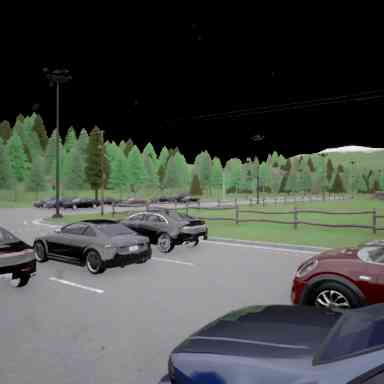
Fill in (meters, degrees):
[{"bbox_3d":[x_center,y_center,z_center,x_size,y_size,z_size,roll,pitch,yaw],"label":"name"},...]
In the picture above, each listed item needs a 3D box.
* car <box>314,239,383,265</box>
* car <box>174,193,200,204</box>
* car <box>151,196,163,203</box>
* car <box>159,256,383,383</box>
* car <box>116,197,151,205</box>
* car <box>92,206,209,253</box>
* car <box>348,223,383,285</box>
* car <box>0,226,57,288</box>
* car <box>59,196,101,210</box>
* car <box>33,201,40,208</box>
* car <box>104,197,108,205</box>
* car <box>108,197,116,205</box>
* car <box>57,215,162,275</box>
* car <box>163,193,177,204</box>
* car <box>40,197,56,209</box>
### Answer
[{"bbox_3d":[4.011,1.352,5.405,4.553,1.767,2.097,0,0,36],"label":"car"},{"bbox_3d":[-0.492,1.480,62.181,1.882,1.535,5.008,0,0,37],"label":"car"},{"bbox_3d":[-6.411,1.507,65.906,1.837,1.490,4.892,0,0,37],"label":"car"},{"bbox_3d":[2.298,1.547,2.334,5.357,1.411,2.033,0,0,36],"label":"car"},{"bbox_3d":[-8.891,1.528,50.827,1.812,1.442,4.674,0,0,36],"label":"car"},{"bbox_3d":[-1.624,1.492,13.745,4.902,1.511,2.128,0,0,36],"label":"car"},{"bbox_3d":[6.471,1.601,7.951,4.718,1.301,1.895,0,0,36],"label":"car"},{"bbox_3d":[-5.696,1.492,8.051,4.902,1.511,2.128,0,0,36],"label":"car"},{"bbox_3d":[-14.430,1.480,43.285,1.882,1.535,5.008,0,0,36],"label":"car"},{"bbox_3d":[-20.068,1.507,47.429,1.837,1.490,4.892,0,0,36],"label":"car"},{"bbox_3d":[-14.307,1.550,55.286,2.033,1.411,5.357,0,0,37],"label":"car"},{"bbox_3d":[-10.528,1.550,54.520,2.033,1.411,5.357,0,0,36],"label":"car"},{"bbox_3d":[-3.267,1.564,10.612,4.181,1.385,1.994,0,0,36],"label":"car"},{"bbox_3d":[-2.542,1.223,65.260,2.150,2.045,5.566,0,0,37],"label":"car"},{"bbox_3d":[-17.480,1.354,45.028,2.097,1.767,4.553,0,0,36],"label":"car"}]
